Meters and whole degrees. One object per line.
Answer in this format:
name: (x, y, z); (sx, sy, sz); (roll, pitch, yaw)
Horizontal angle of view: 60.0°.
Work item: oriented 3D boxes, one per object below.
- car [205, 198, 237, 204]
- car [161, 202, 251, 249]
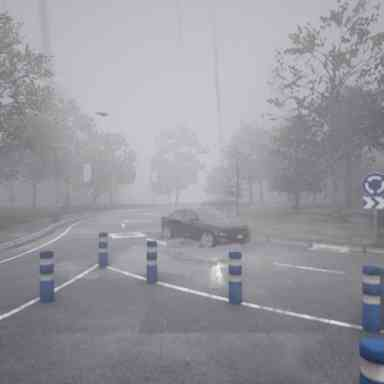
car: (3.291, 1.393, 40.938); (4.718, 1.301, 1.895); (-1, 0, -38)
car: (0.429, 1.431, 14.738); (1.882, 1.535, 5.008); (-1, 1, -34)
